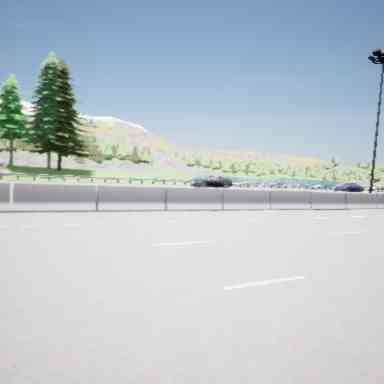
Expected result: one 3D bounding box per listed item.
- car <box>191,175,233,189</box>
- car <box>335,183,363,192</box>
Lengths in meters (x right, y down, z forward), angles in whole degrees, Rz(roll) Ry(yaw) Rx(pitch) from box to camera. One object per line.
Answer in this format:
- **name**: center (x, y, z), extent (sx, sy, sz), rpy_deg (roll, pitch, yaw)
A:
- **car**: center (2.240, -1.077, 36.958), extent (4.902, 1.511, 2.128), rpy_deg (1, 5, -29)
- **car**: center (22.770, -0.616, 48.132), extent (4.674, 1.442, 1.812), rpy_deg (1, 5, -29)
